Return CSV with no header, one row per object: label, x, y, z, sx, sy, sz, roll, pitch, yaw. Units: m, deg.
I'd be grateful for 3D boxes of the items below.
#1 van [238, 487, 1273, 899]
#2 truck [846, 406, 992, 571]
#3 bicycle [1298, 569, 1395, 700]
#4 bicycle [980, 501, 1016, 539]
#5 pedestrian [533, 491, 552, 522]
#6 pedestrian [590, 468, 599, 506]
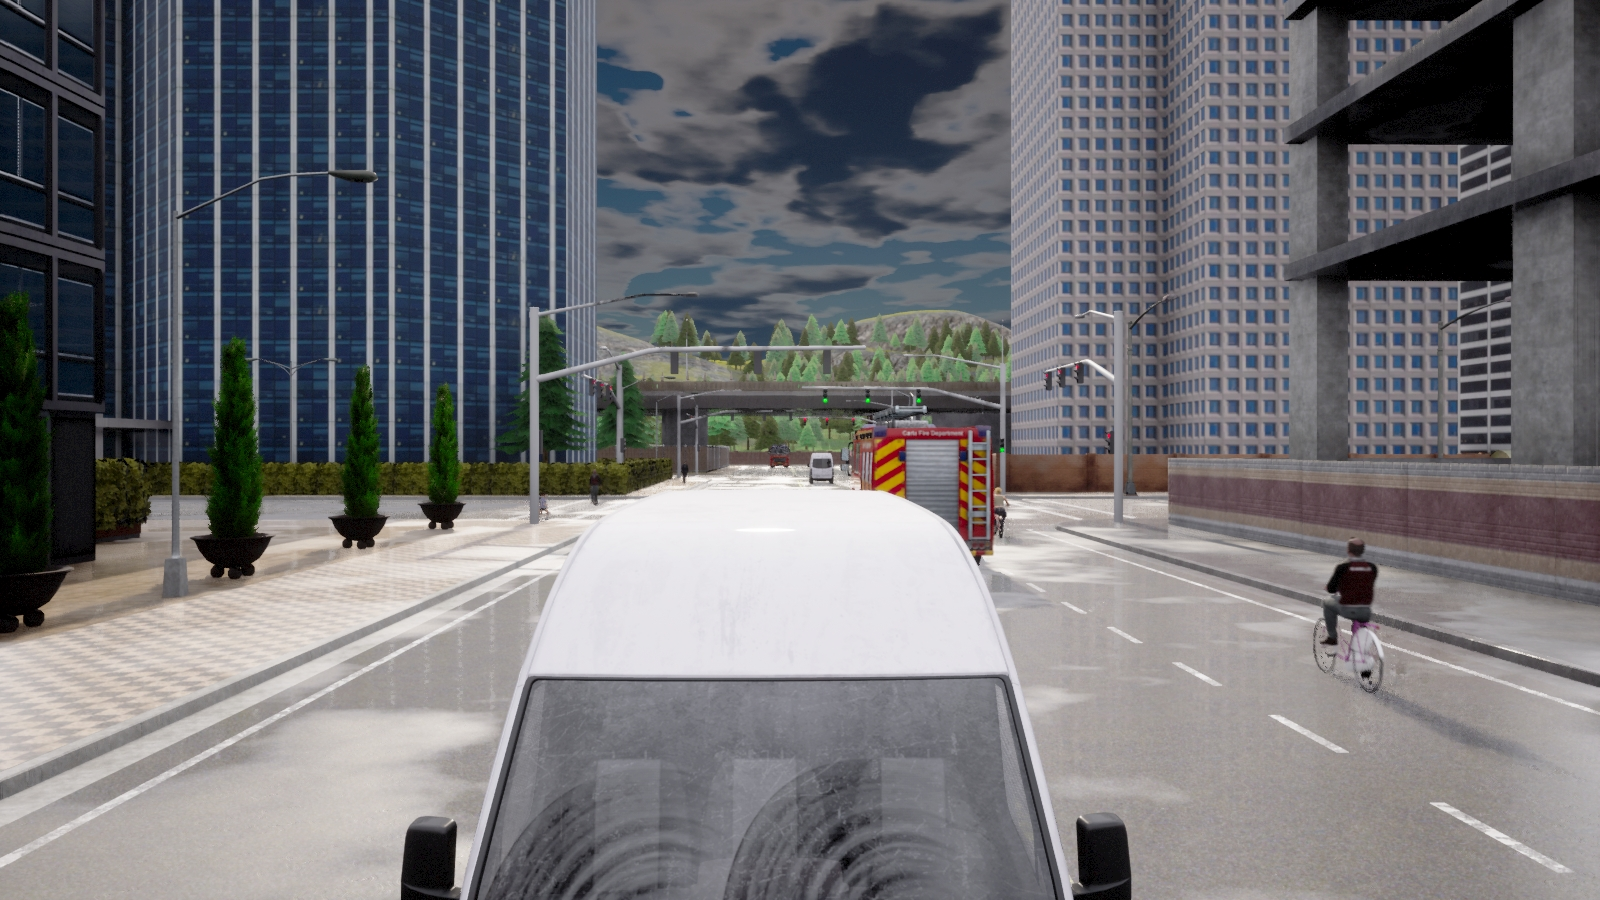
van,-0.128,1.535,5.152,1.988,2.561,5.915,0,0,-1
truck,2.928,0.891,30.670,2.891,3.827,8.468,0,0,-1
bicycle,6.516,2.160,13.704,0.329,1.271,1.835,0,0,1
bicycle,6.347,2.233,36.665,0.859,1.126,1.487,0,-1,-1
pedestrian,-9.455,2.076,41.922,0.500,1.100,0.500,0,0,16
pedestrian,-10.287,1.849,57.191,0.375,1.860,0.375,0,0,5
